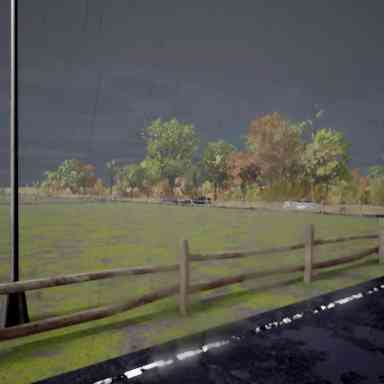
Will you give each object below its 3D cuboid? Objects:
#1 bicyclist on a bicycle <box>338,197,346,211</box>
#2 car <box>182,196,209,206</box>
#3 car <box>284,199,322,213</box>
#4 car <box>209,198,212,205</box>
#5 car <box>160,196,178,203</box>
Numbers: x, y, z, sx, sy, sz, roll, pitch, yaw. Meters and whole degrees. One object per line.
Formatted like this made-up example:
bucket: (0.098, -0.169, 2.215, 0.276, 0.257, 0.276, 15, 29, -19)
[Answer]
bicyclist on a bicycle: (17.989, 1.442, 39.772, 1.656, 1.620, 0.582, -1, 0, -34)
car: (0.287, 1.603, 55.064, 1.895, 1.301, 4.718, 0, 0, -34)
car: (12.470, 1.520, 37.256, 1.812, 1.442, 4.674, 0, 0, -34)
car: (1.499, 1.479, 58.348, 1.882, 1.535, 5.008, 0, 0, -34)
car: (-4.420, 1.544, 66.879, 2.033, 1.411, 5.357, 0, 0, -34)
